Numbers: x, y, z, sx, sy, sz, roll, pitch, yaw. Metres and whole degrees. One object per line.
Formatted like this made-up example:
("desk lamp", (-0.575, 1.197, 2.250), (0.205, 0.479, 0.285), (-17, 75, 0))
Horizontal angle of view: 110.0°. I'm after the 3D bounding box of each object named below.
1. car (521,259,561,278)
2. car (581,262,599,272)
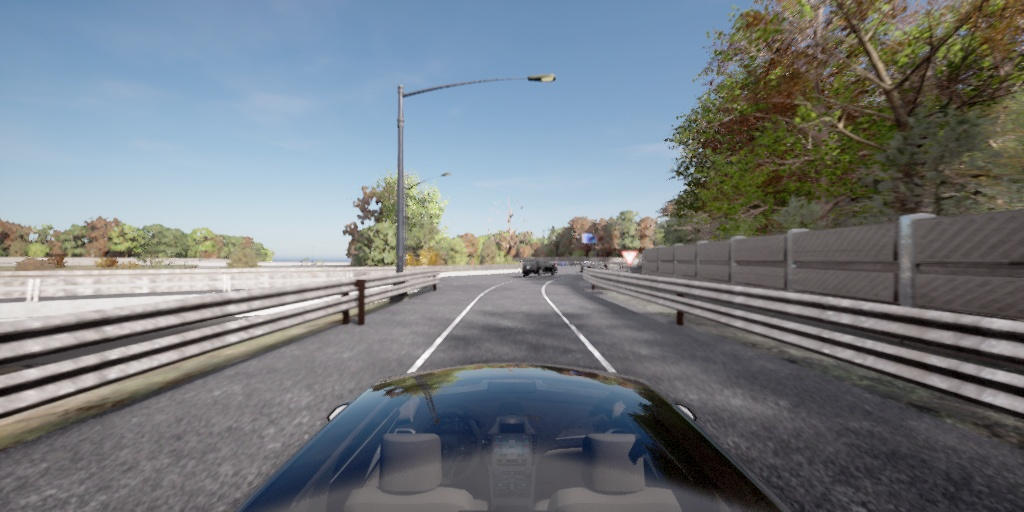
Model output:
("car", (3.230, 1.414, 41.777), (2.150, 2.045, 5.566), (0, -1, 33))
("car", (12.911, 1.902, 60.509), (1.882, 1.535, 5.008), (0, -1, 22))
